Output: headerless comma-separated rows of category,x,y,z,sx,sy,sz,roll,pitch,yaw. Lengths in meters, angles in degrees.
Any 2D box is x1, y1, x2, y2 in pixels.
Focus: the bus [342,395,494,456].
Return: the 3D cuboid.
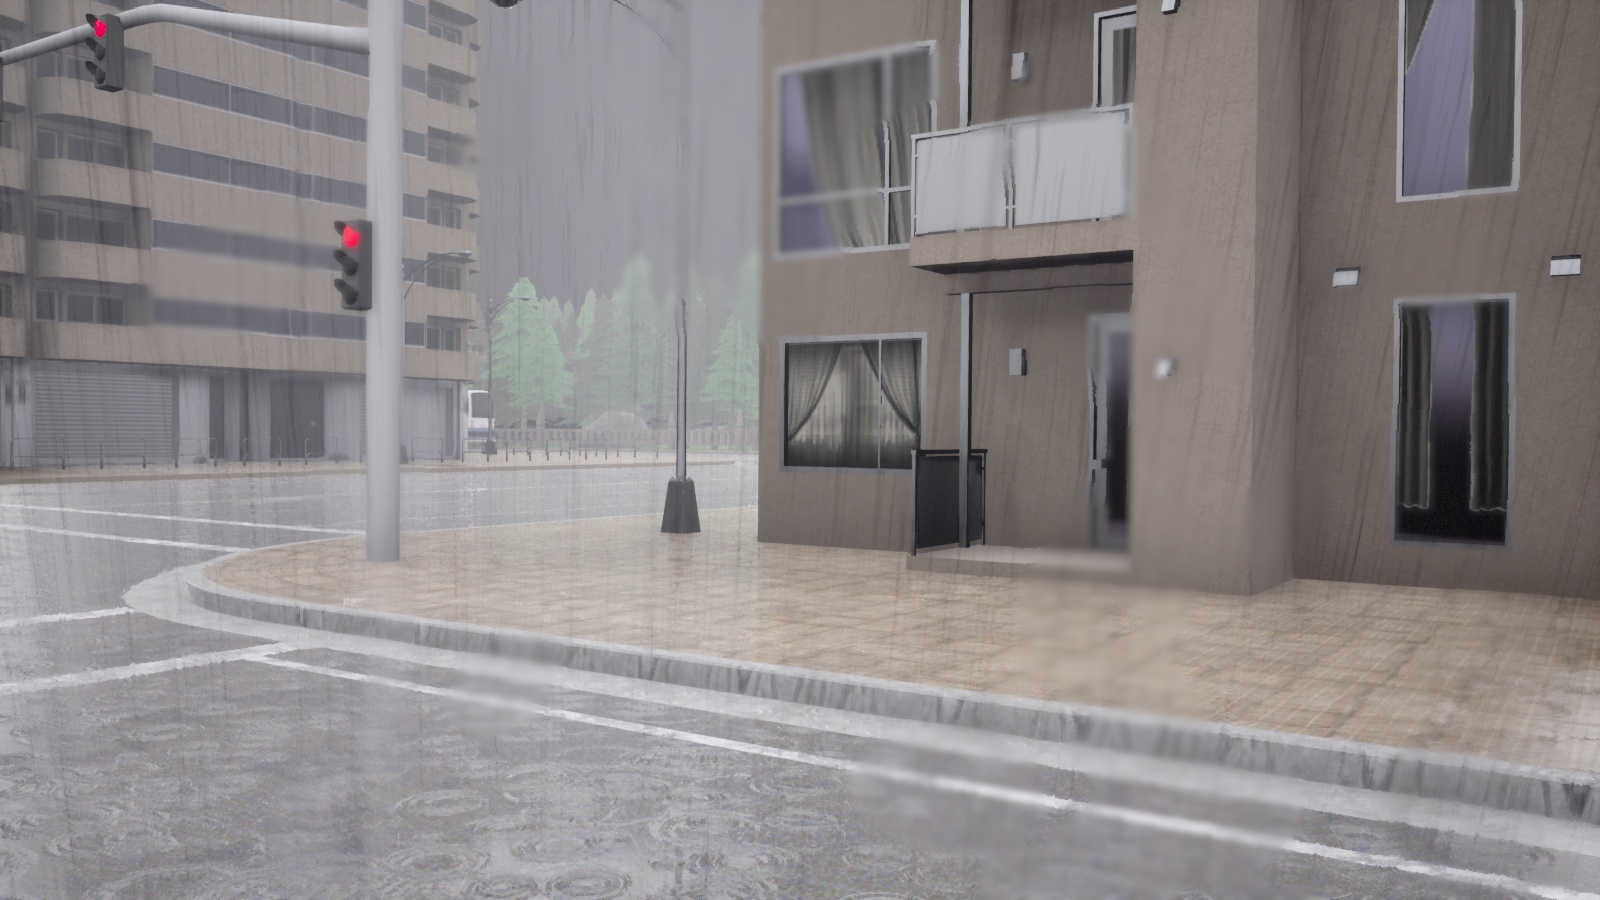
bus,-27.871,-1.699,91.629,10.273,4.253,3.944,0,1,20
